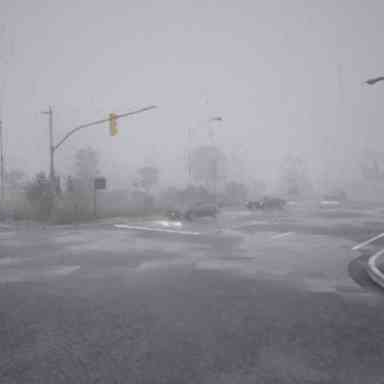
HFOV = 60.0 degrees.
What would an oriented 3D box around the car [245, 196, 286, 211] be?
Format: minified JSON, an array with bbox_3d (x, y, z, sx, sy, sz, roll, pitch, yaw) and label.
[{"bbox_3d":[7.026,1.030,31.604,1.895,1.301,4.718,-1,1,42],"label":"car"}]

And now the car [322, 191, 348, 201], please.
[{"bbox_3d":[19.778,0.510,45.705,2.033,1.411,5.357,-1,1,43],"label":"car"}]

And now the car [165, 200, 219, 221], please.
[{"bbox_3d":[0.046,1.249,23.840,1.994,1.385,4.181,-1,1,42],"label":"car"}]
